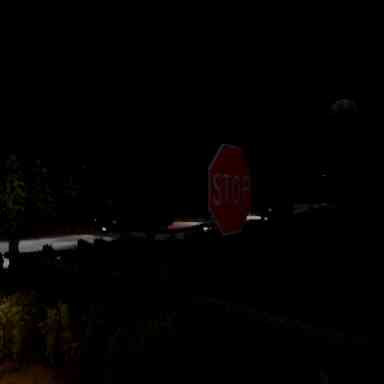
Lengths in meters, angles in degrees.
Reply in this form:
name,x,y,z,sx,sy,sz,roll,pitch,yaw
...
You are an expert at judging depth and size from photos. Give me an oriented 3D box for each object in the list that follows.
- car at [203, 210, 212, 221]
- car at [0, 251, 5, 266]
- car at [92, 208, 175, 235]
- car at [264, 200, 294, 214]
name,x,y,z,sx,sy,sz,roll,pitch,yaw
car,2.732,1.570,26.515,1.812,1.442,4.674,0,-1,36
car,-5.622,1.423,6.665,1.812,1.442,4.674,1,1,-8
car,-3.111,1.561,18.405,1.895,1.301,4.718,0,-1,36
car,9.337,1.596,35.636,2.128,1.511,4.902,0,0,36
